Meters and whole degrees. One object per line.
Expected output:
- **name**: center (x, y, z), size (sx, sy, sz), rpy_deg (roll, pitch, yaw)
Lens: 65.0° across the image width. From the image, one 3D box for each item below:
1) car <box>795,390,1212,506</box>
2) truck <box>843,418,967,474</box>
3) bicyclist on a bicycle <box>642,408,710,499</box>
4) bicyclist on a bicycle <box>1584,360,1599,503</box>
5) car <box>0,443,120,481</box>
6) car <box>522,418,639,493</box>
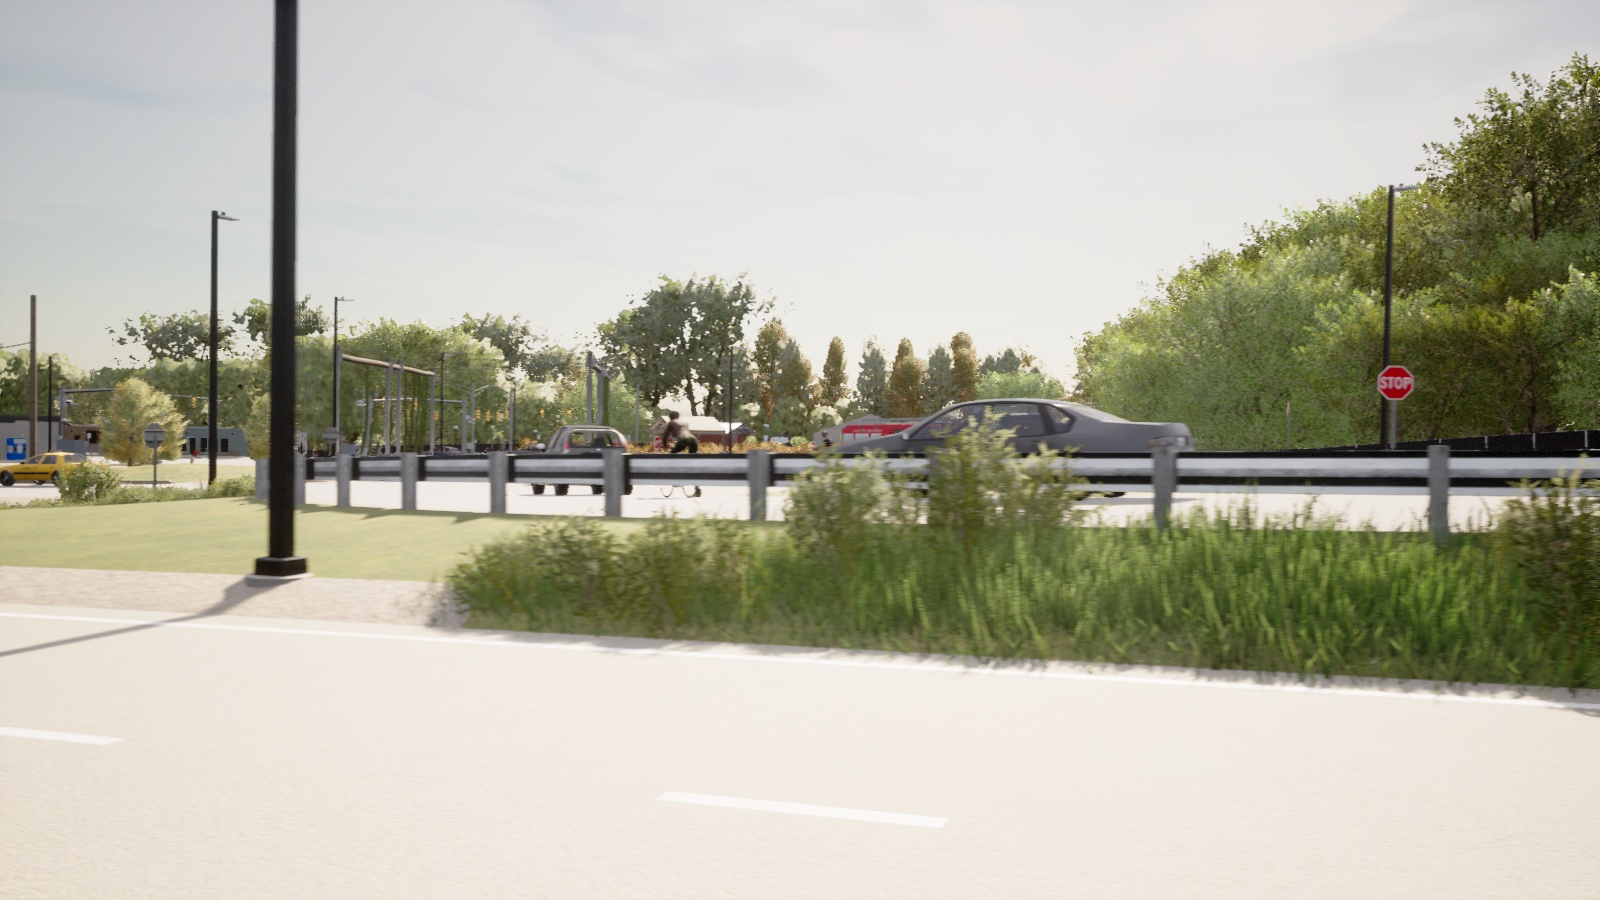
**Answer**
- **car**: center (2.751, 0.026, 17.544), size (5.357, 1.411, 2.033), rpy_deg (-1, -1, 32)
- **truck**: center (7.442, -0.307, 89.466), size (8.468, 3.827, 2.891), rpy_deg (0, 0, 34)
- **bicyclist on a bicycle**: center (-2.305, 0.076, 23.202), size (0.582, 1.620, 1.656), rpy_deg (1, -2, -31)
- **bicyclist on a bicycle**: center (9.901, -0.225, 14.168), size (1.656, 1.620, 0.582), rpy_deg (-1, 0, 17)
- **car**: center (-32.424, 0.514, 54.584), size (5.366, 1.575, 1.801), rpy_deg (0, 1, 18)
- **car**: center (-5.201, 0.169, 29.323), size (1.851, 1.617, 3.988), rpy_deg (1, -2, -22)
